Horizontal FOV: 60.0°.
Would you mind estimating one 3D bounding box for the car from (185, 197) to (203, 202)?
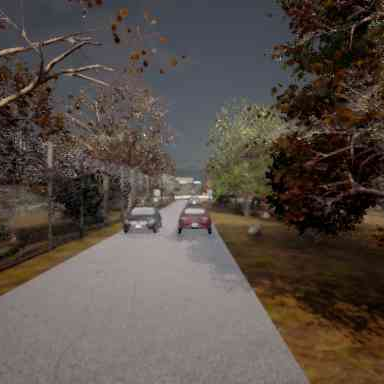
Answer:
[{"bbox_3d":[0.267,1.354,41.431,2.097,1.767,4.553,0,0,0],"label":"car"}]

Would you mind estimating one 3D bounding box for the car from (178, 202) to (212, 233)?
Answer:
[{"bbox_3d":[0.155,1.527,19.492,1.812,1.442,4.674,0,0,0],"label":"car"}]

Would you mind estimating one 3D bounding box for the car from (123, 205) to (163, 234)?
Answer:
[{"bbox_3d":[-2.779,1.527,19.609,1.812,1.442,4.674,0,0,0],"label":"car"}]
